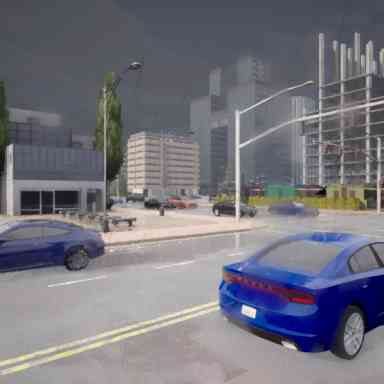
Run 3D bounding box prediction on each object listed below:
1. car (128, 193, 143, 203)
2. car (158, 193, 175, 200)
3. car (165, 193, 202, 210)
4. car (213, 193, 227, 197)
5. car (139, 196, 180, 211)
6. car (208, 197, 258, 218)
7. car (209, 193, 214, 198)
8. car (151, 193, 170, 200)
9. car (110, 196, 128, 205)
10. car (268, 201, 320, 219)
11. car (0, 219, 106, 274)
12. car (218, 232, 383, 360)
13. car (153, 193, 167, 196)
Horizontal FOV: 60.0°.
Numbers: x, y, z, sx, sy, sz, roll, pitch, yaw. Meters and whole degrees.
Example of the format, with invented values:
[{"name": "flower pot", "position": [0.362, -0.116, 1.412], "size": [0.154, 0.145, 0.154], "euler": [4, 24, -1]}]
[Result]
[{"name": "car", "position": [-12.114, 1.225, 70.328], "size": [2.150, 2.045, 5.566], "euler": [0, 0, -36]}, {"name": "car", "position": [-6.711, 1.156, 87.142], "size": [3.866, 1.878, 1.905], "euler": [0, 0, -38]}, {"name": "car", "position": [-1.185, 1.352, 43.281], "size": [2.097, 1.767, 4.553], "euler": [0, 0, -36]}, {"name": "car", "position": [7.044, 1.395, 69.312], "size": [3.806, 1.475, 1.970], "euler": [0, 0, -38]}, {"name": "car", "position": [-4.077, 1.547, 41.303], "size": [2.033, 1.411, 5.357], "euler": [0, 0, -36]}, {"name": "car", "position": [3.860, 1.505, 30.423], "size": [1.837, 1.490, 4.892], "euler": [0, 0, -36]}, {"name": "car", "position": [5.287, 1.156, 71.613], "size": [3.866, 1.878, 1.905], "euler": [0, 0, -38]}, {"name": "car", "position": [-8.433, 1.153, 89.468], "size": [4.605, 1.855, 1.932], "euler": [0, 0, -38]}, {"name": "car", "position": [-14.130, 1.526, 61.176], "size": [1.812, 1.442, 4.674], "euler": [0, 0, -36]}, {"name": "car", "position": [8.987, 1.526, 29.660], "size": [1.812, 1.442, 4.674], "euler": [0, 0, -39]}, {"name": "car", "position": [-4.767, 1.526, 9.280], "size": [4.674, 1.442, 1.812], "euler": [0, 0, -36]}, {"name": "car", "position": [2.715, 1.478, 6.075], "size": [5.008, 1.535, 1.882], "euler": [0, 0, -38]}, {"name": "car", "position": [-6.246, 1.352, 62.435], "size": [2.097, 1.767, 4.553], "euler": [0, 0, -36]}]
